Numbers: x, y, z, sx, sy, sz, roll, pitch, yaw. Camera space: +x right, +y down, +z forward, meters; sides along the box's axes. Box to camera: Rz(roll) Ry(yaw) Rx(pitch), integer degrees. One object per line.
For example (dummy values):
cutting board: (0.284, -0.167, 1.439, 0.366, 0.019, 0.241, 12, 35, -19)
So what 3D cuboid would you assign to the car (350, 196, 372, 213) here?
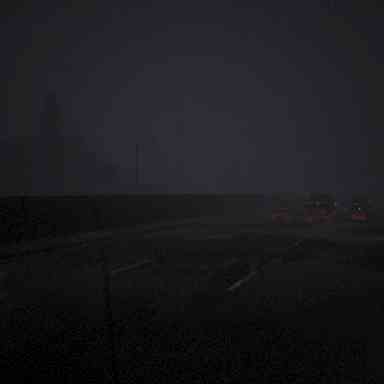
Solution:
car: (18.390, 1.498, 36.310, 1.837, 1.490, 4.892, 0, -1, 28)

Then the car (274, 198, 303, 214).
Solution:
car: (10.240, 1.475, 35.937, 1.882, 1.535, 5.008, 0, 0, 28)

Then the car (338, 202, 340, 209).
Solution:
car: (18.224, 1.597, 43.538, 1.895, 1.301, 4.718, 0, 0, 29)

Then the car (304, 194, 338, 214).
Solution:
car: (13.661, 1.218, 35.052, 2.150, 2.045, 5.566, 0, 0, 29)
